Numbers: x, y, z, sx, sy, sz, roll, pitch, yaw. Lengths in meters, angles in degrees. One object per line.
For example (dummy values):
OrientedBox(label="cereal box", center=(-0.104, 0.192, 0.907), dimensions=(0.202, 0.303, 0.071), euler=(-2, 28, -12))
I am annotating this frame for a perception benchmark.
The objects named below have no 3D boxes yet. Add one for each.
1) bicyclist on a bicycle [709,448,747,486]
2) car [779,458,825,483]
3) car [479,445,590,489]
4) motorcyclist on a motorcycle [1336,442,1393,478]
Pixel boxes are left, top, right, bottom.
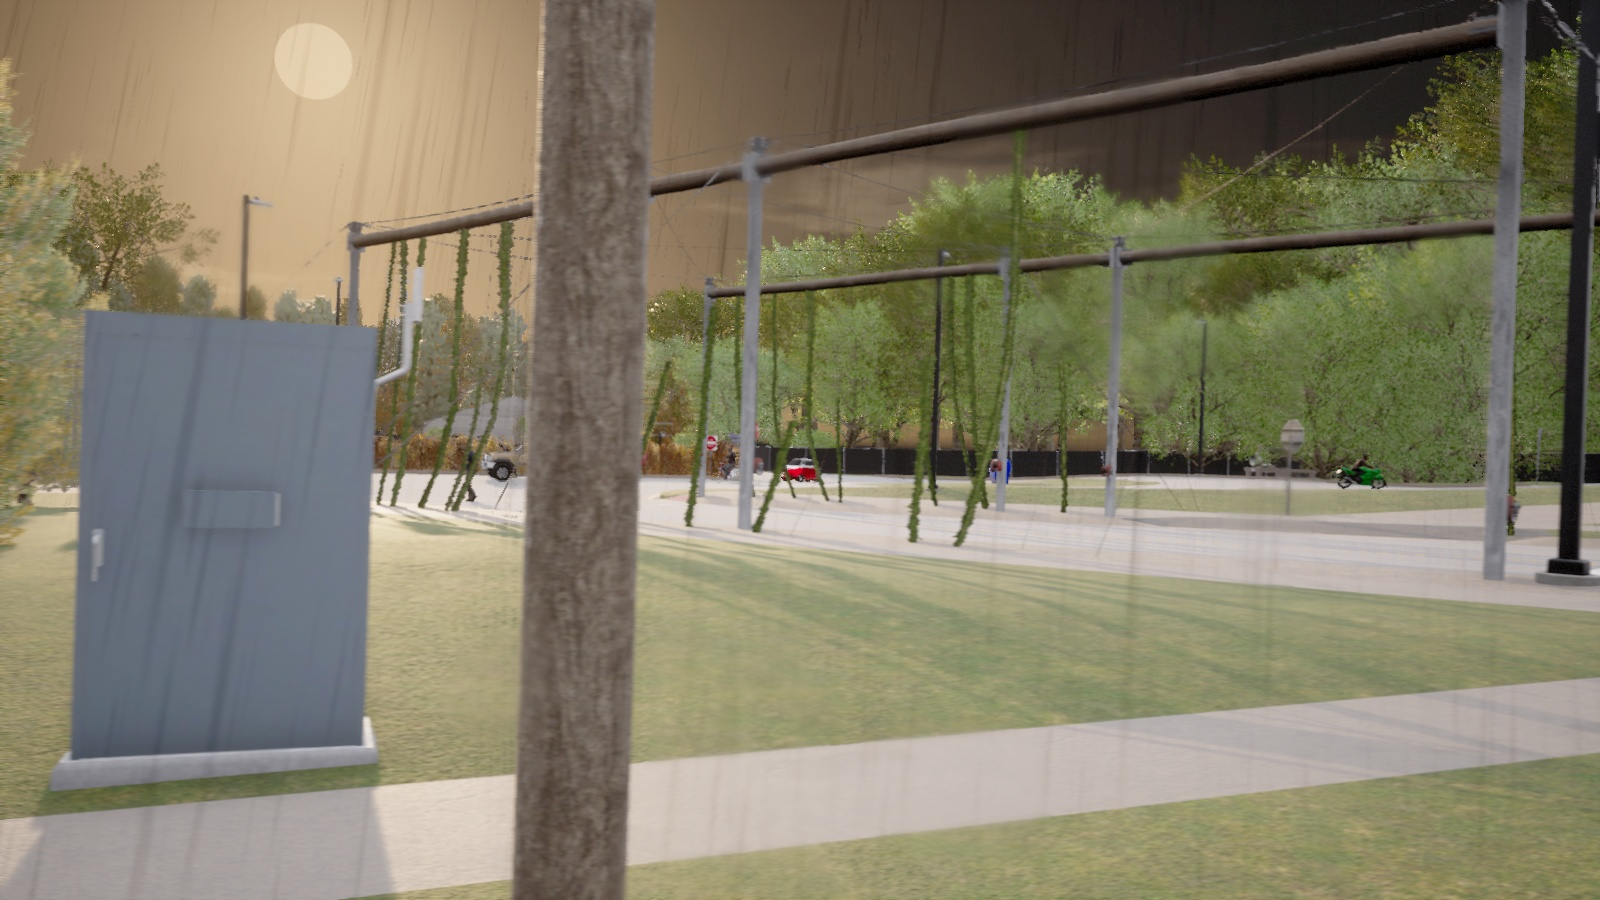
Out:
OrientedBox(label="bicyclist on a bicycle", center=(-3.474, 0.811, 60.500), dimensions=(1.843, 1.776, 0.659), euler=(0, -1, -43))
OrientedBox(label="car", center=(0.130, 1.168, 71.325), dimensions=(2.207, 1.376, 1.481), euler=(1, -1, -45))
OrientedBox(label="car", center=(-11.837, 0.709, 56.024), dimensions=(4.605, 1.855, 1.932), euler=(0, 1, -21))
OrientedBox(label="motorcyclist on a motorcycle", center=(24.212, 0.431, 53.893), dimensions=(2.044, 1.523, 0.797), euler=(0, 3, 5))
